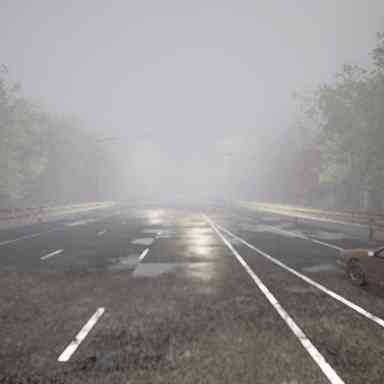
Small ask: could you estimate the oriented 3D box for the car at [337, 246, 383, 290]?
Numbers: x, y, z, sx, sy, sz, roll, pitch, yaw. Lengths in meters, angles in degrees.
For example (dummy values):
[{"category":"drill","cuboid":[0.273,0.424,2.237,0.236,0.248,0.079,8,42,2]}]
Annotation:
[{"category":"car","cuboid":[5.040,1.589,6.554,2.033,1.411,5.357,0,-1,-5]}]
